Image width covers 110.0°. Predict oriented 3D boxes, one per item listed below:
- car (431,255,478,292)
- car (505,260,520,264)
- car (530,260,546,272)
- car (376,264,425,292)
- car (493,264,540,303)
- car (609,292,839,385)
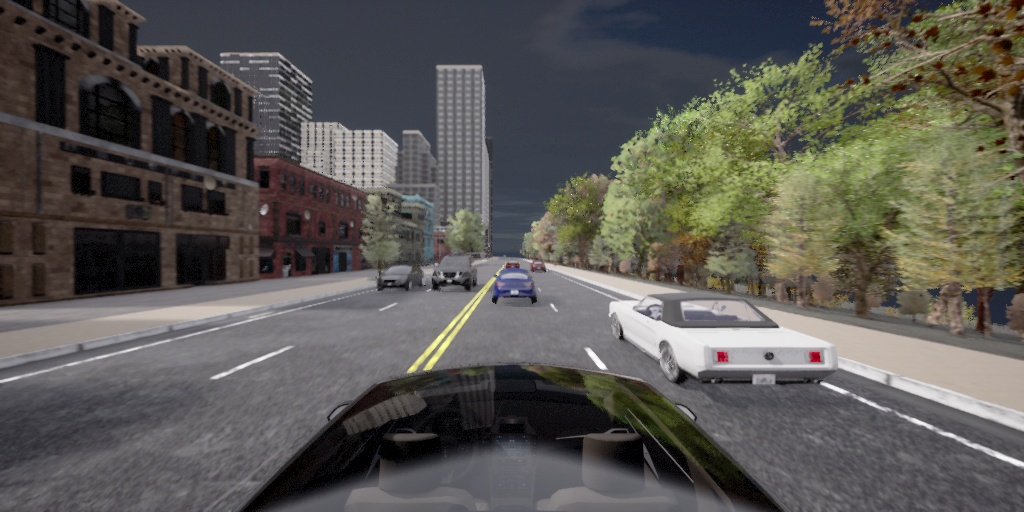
[{"bbox_3d":[-3.343,0.986,21.904,2.150,2.045,5.566,0,0,0],"label":"car"},{"bbox_3d":[0.106,1.254,49.505,1.882,1.535,5.008,0,0,0],"label":"car"},{"bbox_3d":[3.357,1.302,46.992,1.812,1.442,4.674,0,0,0],"label":"car"},{"bbox_3d":[-6.593,1.269,21.719,1.837,1.490,4.892,0,0,0],"label":"car"},{"bbox_3d":[0.102,1.287,16.689,1.812,1.442,4.674,0,0,0],"label":"car"},{"bbox_3d":[3.351,1.355,6.980,1.895,1.301,4.718,0,0,0],"label":"car"}]
